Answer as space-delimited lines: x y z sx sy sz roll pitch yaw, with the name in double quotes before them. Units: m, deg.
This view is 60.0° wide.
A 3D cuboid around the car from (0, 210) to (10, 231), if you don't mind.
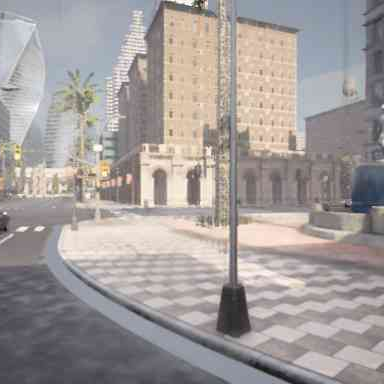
"car" -11.270 1.532 18.033 1.882 1.535 5.008 0 0 -19
